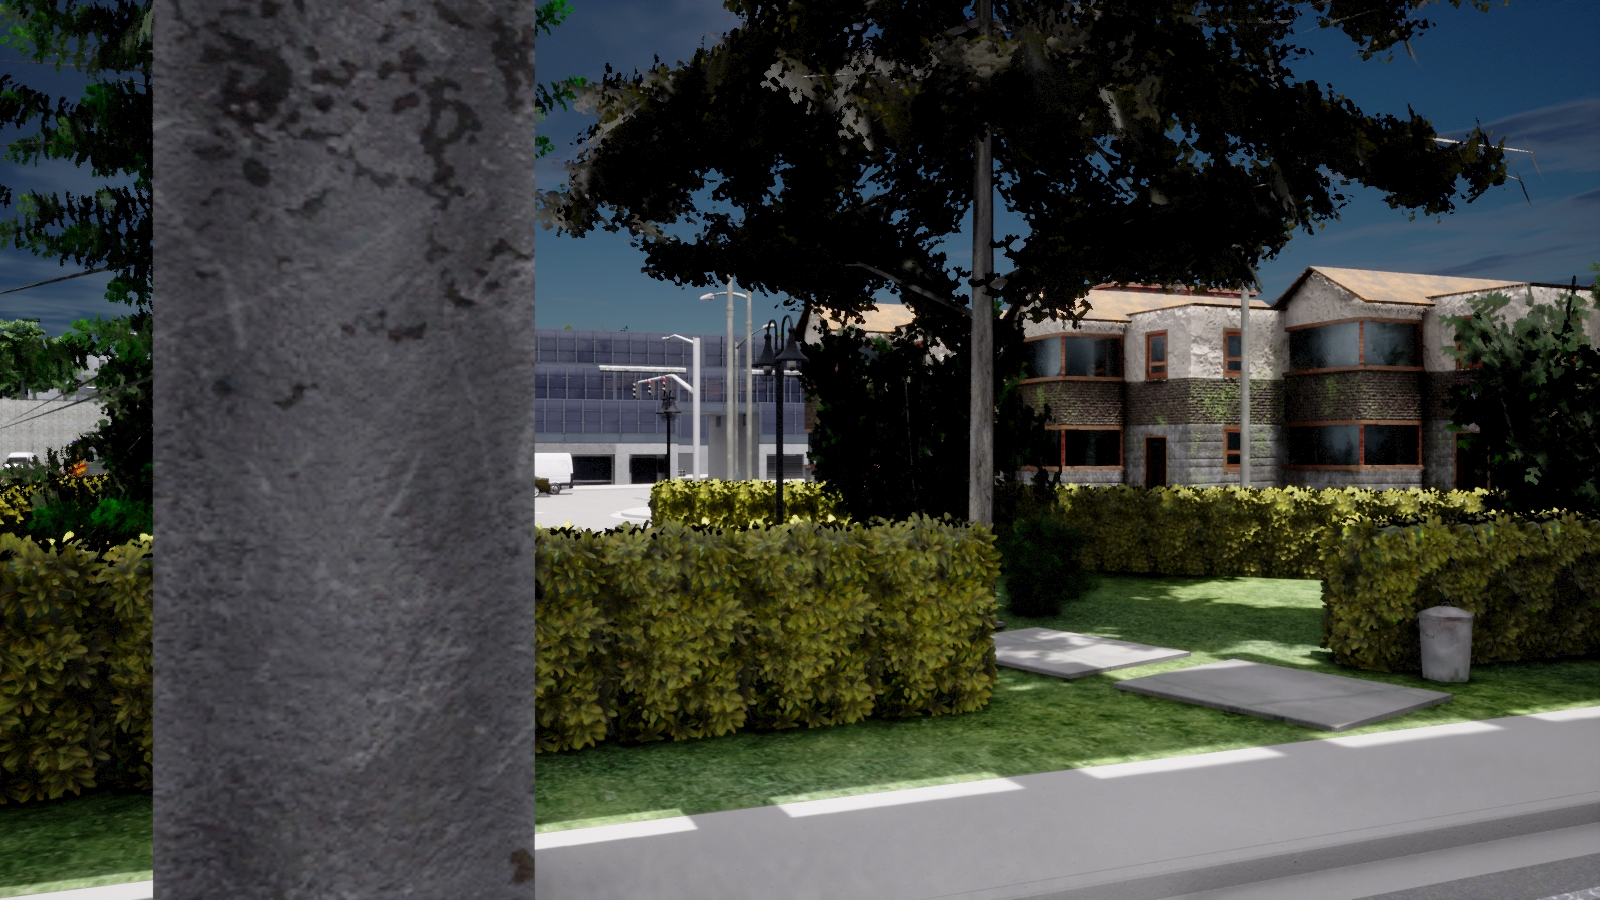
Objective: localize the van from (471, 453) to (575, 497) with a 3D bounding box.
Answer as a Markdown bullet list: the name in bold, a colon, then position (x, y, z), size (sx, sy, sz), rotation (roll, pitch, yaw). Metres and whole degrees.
- **van**: position (-16.822, 1.478, 69.483), size (5.915, 2.561, 1.988), rotation (0, 0, -21)

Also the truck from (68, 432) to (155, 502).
- **truck**: position (-40.064, 0.895, 66.769), size (2.891, 3.827, 8.468), rotation (0, 0, -21)
